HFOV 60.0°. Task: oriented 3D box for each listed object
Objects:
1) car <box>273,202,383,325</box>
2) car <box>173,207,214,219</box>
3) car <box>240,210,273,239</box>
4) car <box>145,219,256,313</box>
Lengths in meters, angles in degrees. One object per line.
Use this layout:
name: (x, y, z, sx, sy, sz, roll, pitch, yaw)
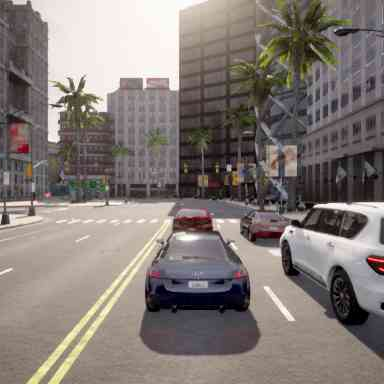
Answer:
car: (3.598, 1.221, 7.235, 2.150, 2.045, 5.566, 0, 0, 0)
car: (0.084, 1.477, 16.722, 1.882, 1.535, 5.008, 0, 0, 2)
car: (3.591, 1.564, 16.603, 1.994, 1.385, 4.181, 0, 0, 0)
car: (0.087, 1.562, 7.734, 1.994, 1.385, 4.181, 0, 0, -1)
